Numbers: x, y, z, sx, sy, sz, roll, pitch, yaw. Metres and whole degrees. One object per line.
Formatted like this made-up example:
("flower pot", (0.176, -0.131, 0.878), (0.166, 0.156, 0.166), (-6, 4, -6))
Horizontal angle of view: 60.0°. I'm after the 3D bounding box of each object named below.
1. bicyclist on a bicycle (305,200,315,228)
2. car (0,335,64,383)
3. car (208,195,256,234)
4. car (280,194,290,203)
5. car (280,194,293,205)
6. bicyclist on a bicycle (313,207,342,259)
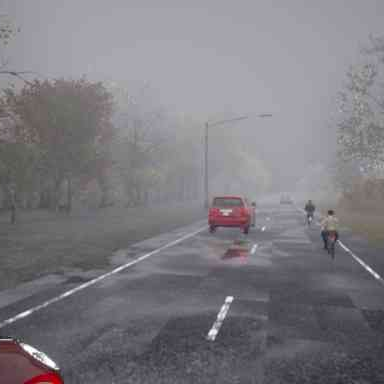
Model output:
("bicyclist on a bicycle", (7.192, 1.355, 20.320), (0.659, 1.776, 1.843), (0, 0, 15))
("car", (-2.494, 1.351, 1.115), (2.097, 1.767, 4.553), (0, 0, 15))
("car", (2.442, 1.206, 19.476), (2.150, 2.045, 5.566), (0, 0, 15))
("car", (19.955, 1.306, 71.488), (2.097, 1.767, 4.553), (0, 0, 15))
("car", (16.381, 1.522, 57.756), (1.994, 1.385, 4.181), (0, 0, 13))
("bicyclist on a bicycle", (4.813, 1.428, 11.578), (0.866, 1.612, 1.509), (0, 0, 15))
